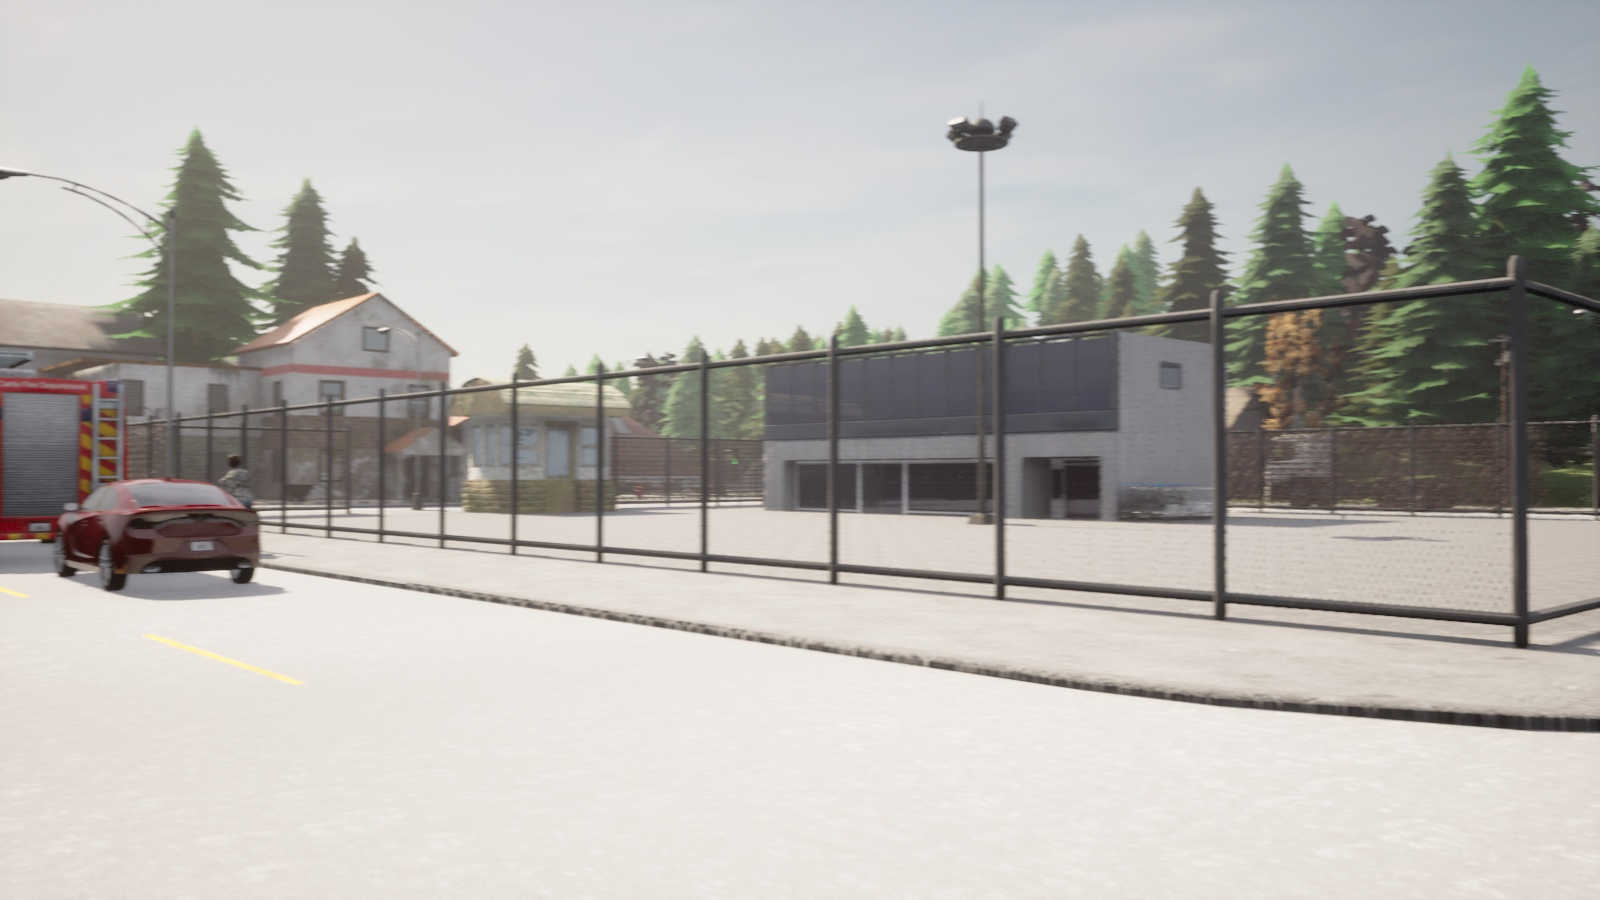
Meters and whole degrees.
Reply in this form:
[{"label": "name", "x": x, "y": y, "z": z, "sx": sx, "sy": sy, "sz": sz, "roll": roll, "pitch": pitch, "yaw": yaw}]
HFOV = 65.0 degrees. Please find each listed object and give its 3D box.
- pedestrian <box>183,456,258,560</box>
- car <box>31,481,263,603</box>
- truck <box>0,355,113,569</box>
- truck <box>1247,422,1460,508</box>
[{"label": "pedestrian", "x": -10.600, "y": 1.055, "z": 23.007, "sx": 0.900, "sy": 1.855, "sz": 0.874, "roll": -1, "pitch": -1, "yaw": 14}, {"label": "car", "x": -9.757, "y": 1.237, "z": 18.537, "sx": 1.882, "sy": 1.535, "sz": 5.008, "roll": 1, "pitch": -1, "yaw": -41}, {"label": "truck", "x": -16.802, "y": 0.296, "z": 25.972, "sx": 2.891, "sy": 3.827, "sz": 8.468, "roll": 0, "pitch": -1, "yaw": -40}, {"label": "truck", "x": 23.967, "y": 0.704, "z": 54.727, "sx": 2.891, "sy": 3.462, "sz": 7.936, "roll": 1, "pitch": -2, "yaw": -43}]
